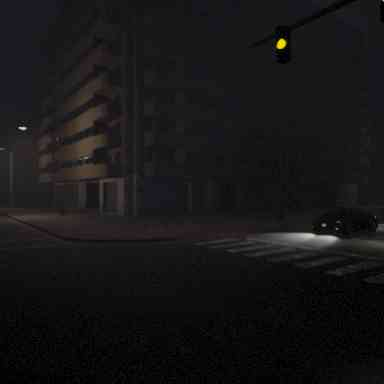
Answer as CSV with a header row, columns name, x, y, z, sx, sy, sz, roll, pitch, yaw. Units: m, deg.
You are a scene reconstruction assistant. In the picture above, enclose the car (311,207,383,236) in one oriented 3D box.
name,x,y,z,sx,sy,sz,roll,pitch,yaw
car,8.593,1.571,18.697,4.181,1.385,1.994,0,0,-35
